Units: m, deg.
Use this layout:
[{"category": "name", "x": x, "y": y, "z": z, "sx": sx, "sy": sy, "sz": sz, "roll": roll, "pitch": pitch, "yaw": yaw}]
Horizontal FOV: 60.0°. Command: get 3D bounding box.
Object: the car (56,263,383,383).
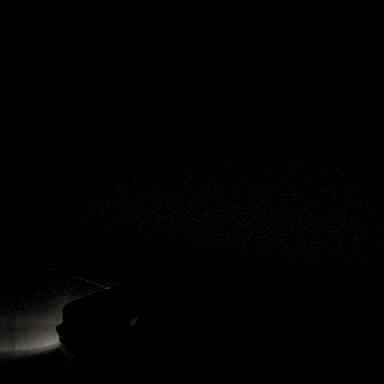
[{"category": "car", "x": 0.758, "y": 1.555, "z": 3.574, "sx": 5.357, "sy": 1.411, "sz": 2.033, "roll": 0, "pitch": 0, "yaw": 37}]
